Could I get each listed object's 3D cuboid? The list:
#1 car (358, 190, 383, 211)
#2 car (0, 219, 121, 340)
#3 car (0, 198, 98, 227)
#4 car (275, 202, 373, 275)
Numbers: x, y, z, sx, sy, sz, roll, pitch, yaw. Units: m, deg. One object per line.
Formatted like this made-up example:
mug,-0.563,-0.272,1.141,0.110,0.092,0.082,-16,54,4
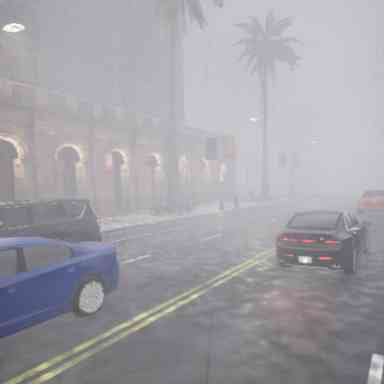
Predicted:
car,13.445,0.603,24.172,2.097,1.767,4.553,-1,1,33
car,-3.363,1.511,5.240,1.882,1.535,5.008,-1,1,33
car,-5.041,1.257,9.106,2.150,2.045,5.566,-1,1,33
car,3.923,1.249,9.707,1.837,1.490,4.892,-1,1,33
